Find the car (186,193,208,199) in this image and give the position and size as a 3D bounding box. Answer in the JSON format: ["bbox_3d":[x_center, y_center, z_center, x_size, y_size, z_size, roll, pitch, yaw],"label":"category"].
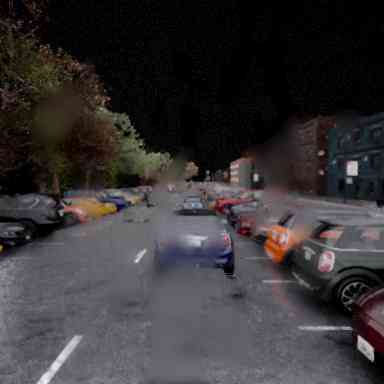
[{"bbox_3d":[0.090,1.091,29.774,2.033,1.411,5.357,0,1,0],"label":"car"}]

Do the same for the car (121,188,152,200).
[{"bbox_3d":[-8.510,0.342,51.367,4.553,1.767,2.185,0,2,0],"label":"car"}]

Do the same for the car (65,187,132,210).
[{"bbox_3d":[-8.513,0.789,29.092,5.566,2.045,2.435,0,1,0],"label":"car"}]

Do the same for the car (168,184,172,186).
[{"bbox_3d":[-8.571,-0.689,84.646,5.566,2.045,2.435,0,2,0],"label":"car"}]

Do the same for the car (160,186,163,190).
[{"bbox_3d":[-8.546,0.171,62.506,5.008,1.535,2.097,0,2,0],"label":"car"}]

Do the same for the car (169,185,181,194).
[{"bbox_3d":[-3.502,-0.256,76.172,1.994,1.385,4.181,0,2,0],"label":"car"}]

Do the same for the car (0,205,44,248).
[{"bbox_3d":[-8.546,1.399,12.253,5.008,1.535,2.097,0,1,0],"label":"car"}]

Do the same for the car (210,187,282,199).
[{"bbox_3d":[4.511,0.859,26.348,5.566,2.045,2.435,0,1,0],"label":"car"}]

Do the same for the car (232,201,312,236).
[{"bbox_3d":[4.545,1.355,15.212,5.008,1.535,2.097,0,1,0],"label":"car"}]

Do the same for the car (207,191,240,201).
[{"bbox_3d":[4.536,0.581,48.615,4.674,1.452,2.002,0,2,0],"label":"car"}]

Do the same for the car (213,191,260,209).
[{"bbox_3d":[4.570,0.776,34.573,4.553,1.767,2.185,0,1,0],"label":"car"}]

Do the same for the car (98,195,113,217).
[{"bbox_3d":[-8.536,1.185,23.407,5.008,1.535,2.097,0,1,0],"label":"car"}]

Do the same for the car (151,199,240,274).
[{"bbox_3d":[0.080,1.291,10.518,2.097,1.767,4.553,0,1,0],"label":"car"}]

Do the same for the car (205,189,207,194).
[{"bbox_3d":[4.533,0.685,43.049,5.008,1.535,2.097,0,1,0],"label":"car"}]

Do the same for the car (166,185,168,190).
[{"bbox_3d":[-8.512,-0.179,76.426,4.792,1.488,2.163,0,2,0],"label":"car"}]

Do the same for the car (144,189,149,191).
[{"bbox_3d":[-8.548,0.686,43.019,4.892,1.521,2.231,0,1,0],"label":"car"}]

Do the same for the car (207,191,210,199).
[{"bbox_3d":[4.353,0.966,31.919,5.366,1.575,1.946,0,1,0],"label":"car"}]

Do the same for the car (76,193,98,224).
[{"bbox_3d":[-8.572,1.125,20.619,4.553,1.767,2.185,0,1,0],"label":"car"}]

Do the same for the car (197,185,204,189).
[{"bbox_3d":[4.352,-0.135,73.655,5.366,1.575,1.946,0,2,0],"label":"car"}]

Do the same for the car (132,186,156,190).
[{"bbox_3d":[-8.513,0.290,48.581,5.566,2.045,2.435,0,1,0],"label":"car"}]

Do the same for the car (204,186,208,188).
[{"bbox_3d":[4.569,0.269,54.175,4.553,1.767,2.185,0,2,0],"label":"car"}]

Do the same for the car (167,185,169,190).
[{"bbox_3d":[-8.548,-0.286,79.211,5.008,1.535,2.097,0,2,0],"label":"car"}]

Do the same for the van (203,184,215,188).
[{"bbox_3d":[4.655,0.097,56.892,4.442,1.987,1.878,0,1,0],"label":"van"}]

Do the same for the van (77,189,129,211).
[{"bbox_3d":[-8.425,0.744,31.877,4.442,1.987,1.878,0,1,0],"label":"van"}]

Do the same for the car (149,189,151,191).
[{"bbox_3d":[-8.570,0.643,45.801,4.792,1.488,2.163,0,1,0],"label":"car"}]

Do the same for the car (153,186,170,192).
[{"bbox_3d":[-8.574,-0.796,93.001,4.553,1.767,2.185,0,2,0],"label":"car"}]

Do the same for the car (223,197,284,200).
[{"bbox_3d":[4.568,1.277,20.788,4.792,1.488,2.163,0,1,0],"label":"car"}]

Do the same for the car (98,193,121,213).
[{"bbox_3d":[-8.726,1.108,26.314,5.366,1.575,1.946,0,1,0],"label":"car"}]

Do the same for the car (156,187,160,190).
[{"bbox_3d":[-8.536,0.321,56.938,5.008,1.535,2.097,0,2,0],"label":"car"}]

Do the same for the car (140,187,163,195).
[{"bbox_3d":[-8.573,-0.181,70.856,4.553,1.767,2.185,0,2,0],"label":"car"}]

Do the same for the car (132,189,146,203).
[{"bbox_3d":[-8.547,0.757,40.234,5.008,1.535,2.097,0,1,0],"label":"car"}]

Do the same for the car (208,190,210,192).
[{"bbox_3d":[4.532,0.829,37.484,4.892,1.521,2.231,0,1,0],"label":"car"}]

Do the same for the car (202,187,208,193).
[{"bbox_3d":[4.724,0.465,51.396,5.366,1.575,1.946,0,2,0],"label":"car"}]

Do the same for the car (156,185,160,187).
[{"bbox_3d":[-8.510,0.121,59.718,4.553,1.767,2.185,0,2,0],"label":"car"}]

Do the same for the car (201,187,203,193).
[{"bbox_3d":[4.567,0.276,59.745,4.792,1.488,2.163,0,2,0],"label":"car"}]

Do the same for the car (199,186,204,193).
[{"bbox_3d":[4.532,-0.054,70.874,4.892,1.521,2.231,0,2,0],"label":"car"}]

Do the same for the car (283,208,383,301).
[{"bbox_3d":[4.508,1.331,6.854,4.553,1.767,2.185,0,1,0],"label":"car"}]

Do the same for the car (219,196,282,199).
[{"bbox_3d":[4.542,1.221,23.573,4.674,1.452,2.002,0,1,0],"label":"car"}]

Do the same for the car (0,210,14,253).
[{"bbox_3d":[-8.355,1.429,9.463,5.366,1.575,1.946,0,1,0],"label":"car"}]

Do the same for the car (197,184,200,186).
[{"bbox_3d":[4.566,-0.615,81.995,5.566,2.045,2.435,0,2,0],"label":"car"}]

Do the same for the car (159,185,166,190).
[{"bbox_3d":[-8.514,-0.155,65.285,5.566,2.045,2.435,0,2,0],"label":"car"}]

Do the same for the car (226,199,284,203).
[{"bbox_3d":[4.544,1.305,18.001,5.008,1.535,2.097,0,1,0],"label":"car"}]

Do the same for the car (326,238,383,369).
[{"bbox_3d":[4.510,1.502,4.068,4.792,1.488,2.163,0,0,0],"label":"car"}]

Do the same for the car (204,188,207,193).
[{"bbox_3d":[4.544,0.613,45.831,5.008,1.535,2.097,0,1,0],"label":"car"}]

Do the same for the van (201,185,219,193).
[{"bbox_3d":[4.654,-0.663,84.654,4.442,1.987,1.878,0,2,0],"label":"van"}]

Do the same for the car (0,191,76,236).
[{"bbox_3d":[-8.569,1.106,15.037,5.566,2.045,2.435,0,1,0],"label":"car"}]

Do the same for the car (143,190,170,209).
[{"bbox_3d":[-3.598,0.915,35.041,1.837,1.490,4.892,0,1,0],"label":"car"}]

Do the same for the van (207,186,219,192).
[{"bbox_3d":[4.422,0.531,40.261,4.442,1.987,1.878,0,1,0],"label":"van"}]

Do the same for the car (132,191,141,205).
[{"bbox_3d":[-8.544,0.869,37.451,4.674,1.452,2.002,0,1,0],"label":"car"}]

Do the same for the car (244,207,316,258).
[{"bbox_3d":[4.537,1.437,12.424,4.674,1.452,2.002,0,1,0],"label":"car"}]

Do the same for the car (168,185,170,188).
[{"bbox_3d":[-8.728,-0.363,81.870,5.366,1.575,1.946,0,2,0],"label":"car"}]
